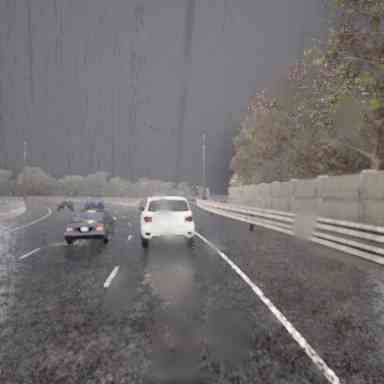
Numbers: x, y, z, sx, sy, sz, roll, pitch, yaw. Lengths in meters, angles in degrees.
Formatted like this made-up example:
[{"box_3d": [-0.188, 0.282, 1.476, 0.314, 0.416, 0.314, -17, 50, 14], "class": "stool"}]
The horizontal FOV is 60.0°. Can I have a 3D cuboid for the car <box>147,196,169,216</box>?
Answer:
[{"box_3d": [-3.415, 1.377, 34.046, 2.097, 1.767, 4.553, 0, 0, -4], "class": "car"}]

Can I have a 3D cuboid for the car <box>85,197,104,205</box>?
[{"box_3d": [-12.656, 1.428, 43.058, 2.097, 1.767, 4.553, 0, 0, -23], "class": "car"}]

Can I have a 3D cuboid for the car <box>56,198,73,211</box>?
[{"box_3d": [-16.455, 1.606, 43.025, 1.837, 1.490, 4.892, 0, 0, -24], "class": "car"}]

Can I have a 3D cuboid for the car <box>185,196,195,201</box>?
[{"box_3d": [-0.375, 1.784, 88.823, 2.033, 1.411, 5.357, 0, -2, 6], "class": "car"}]

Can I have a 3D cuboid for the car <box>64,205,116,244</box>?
[{"box_3d": [-4.780, 1.577, 16.117, 2.033, 1.411, 5.357, 0, 0, -9], "class": "car"}]

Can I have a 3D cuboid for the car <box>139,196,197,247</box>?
[{"box_3d": [-1.238, 1.228, 15.308, 2.150, 2.045, 5.566, 0, 0, -8], "class": "car"}]

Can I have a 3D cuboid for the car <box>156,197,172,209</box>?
[{"box_3d": [-3.826, 1.507, 45.890, 1.882, 1.535, 5.008, 0, 0, -1], "class": "car"}]
